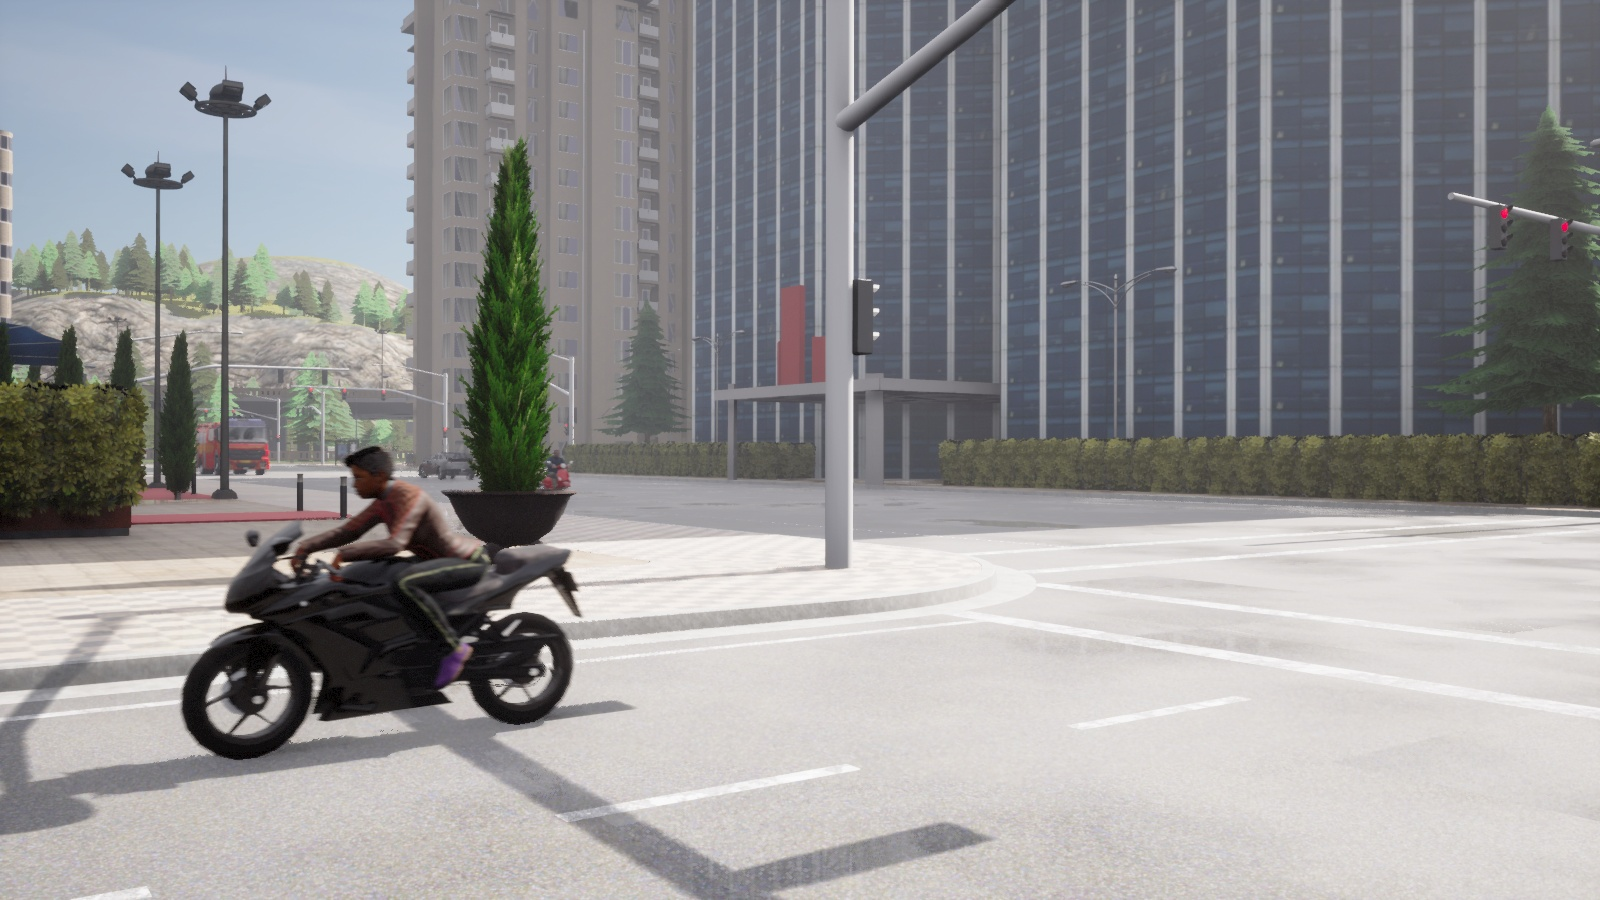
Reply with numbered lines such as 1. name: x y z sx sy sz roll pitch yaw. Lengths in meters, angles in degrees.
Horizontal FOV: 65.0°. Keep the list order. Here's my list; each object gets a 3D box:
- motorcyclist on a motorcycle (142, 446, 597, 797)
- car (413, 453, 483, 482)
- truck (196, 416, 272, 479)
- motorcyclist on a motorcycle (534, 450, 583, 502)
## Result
1. motorcyclist on a motorcycle: -2.144 0.747 6.392 2.044 1.523 0.797 0 1 -36
2. car: -19.264 0.910 68.567 2.128 1.511 4.902 0 0 -35
3. truck: -36.516 -0.144 80.869 2.891 3.827 8.468 0 0 -35
4. motorcyclist on a motorcycle: -7.705 0.813 40.057 0.866 1.590 1.817 0 0 -35
